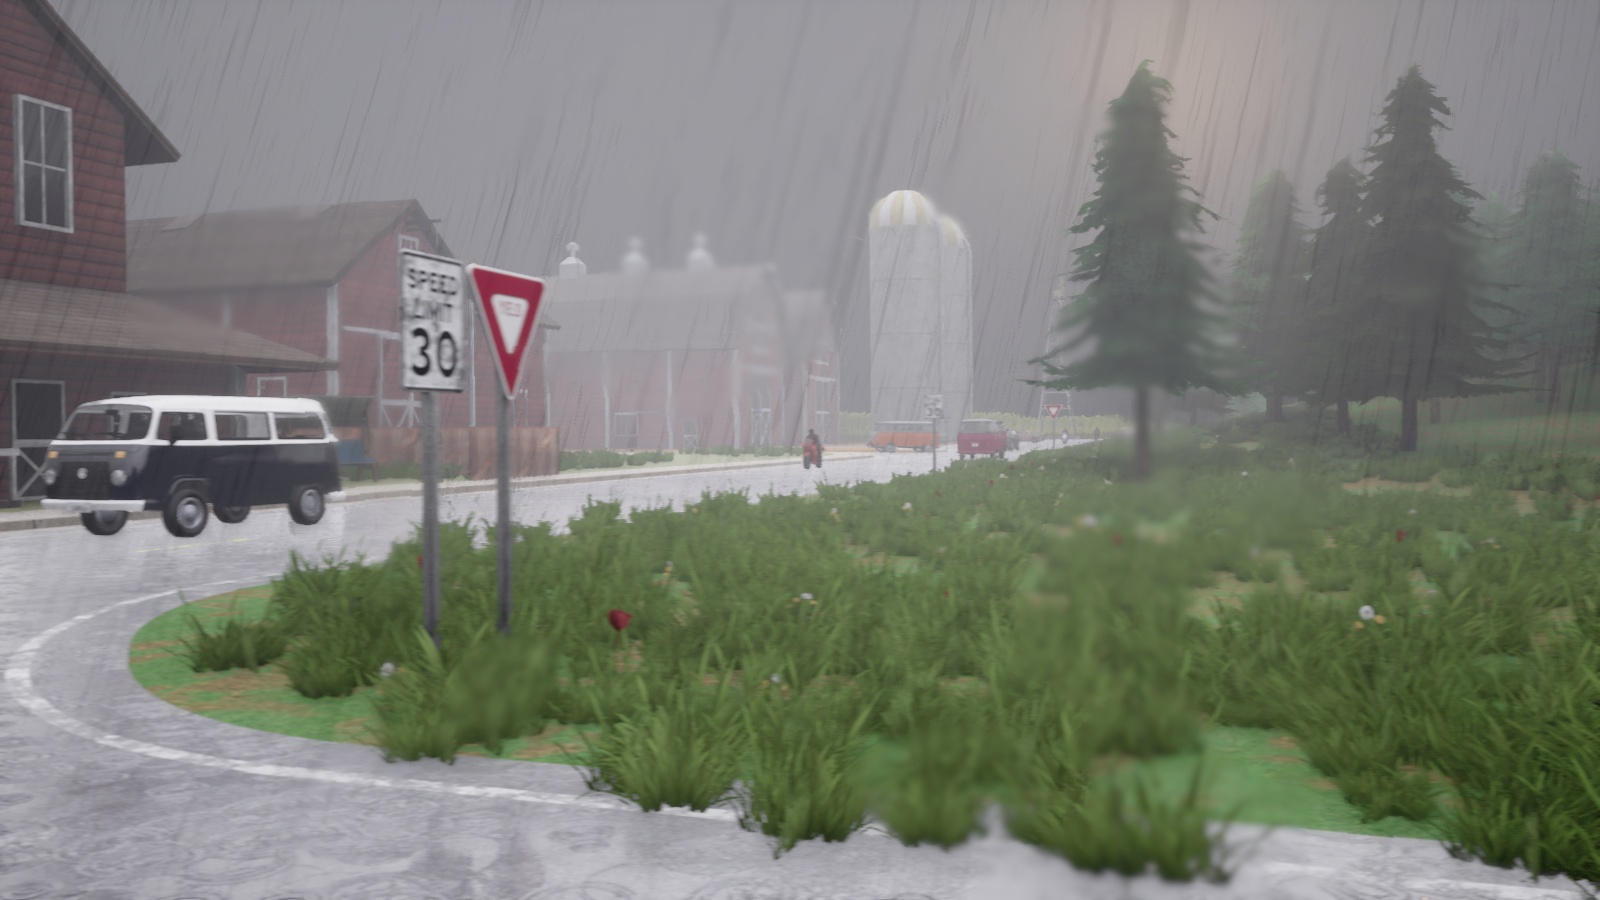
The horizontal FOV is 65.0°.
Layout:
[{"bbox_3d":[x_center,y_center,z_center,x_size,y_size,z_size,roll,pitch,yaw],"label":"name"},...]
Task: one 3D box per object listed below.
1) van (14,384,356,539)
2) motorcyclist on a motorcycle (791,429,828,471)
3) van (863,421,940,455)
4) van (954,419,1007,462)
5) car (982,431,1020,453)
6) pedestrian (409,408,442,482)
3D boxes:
[{"bbox_3d":[-9.017,0.130,18.915,2.069,2.038,4.480,0,0,19],"label":"van"},{"bbox_3d":[0.363,-0.024,46.654,0.797,1.523,2.044,0,1,19],"label":"motorcyclist on a motorcycle"},{"bbox_3d":[6.290,-0.755,77.920,4.442,1.987,1.775,1,1,-17],"label":"van"},{"bbox_3d":[8.725,-0.455,60.452,1.775,1.987,4.442,0,1,19],"label":"van"},{"bbox_3d":[13.904,-0.592,86.695,1.837,1.490,4.892,0,1,19],"label":"car"},{"bbox_3d":[-9.283,-0.123,31.145,0.328,1.805,0.869,0,1,20],"label":"pedestrian"}]
